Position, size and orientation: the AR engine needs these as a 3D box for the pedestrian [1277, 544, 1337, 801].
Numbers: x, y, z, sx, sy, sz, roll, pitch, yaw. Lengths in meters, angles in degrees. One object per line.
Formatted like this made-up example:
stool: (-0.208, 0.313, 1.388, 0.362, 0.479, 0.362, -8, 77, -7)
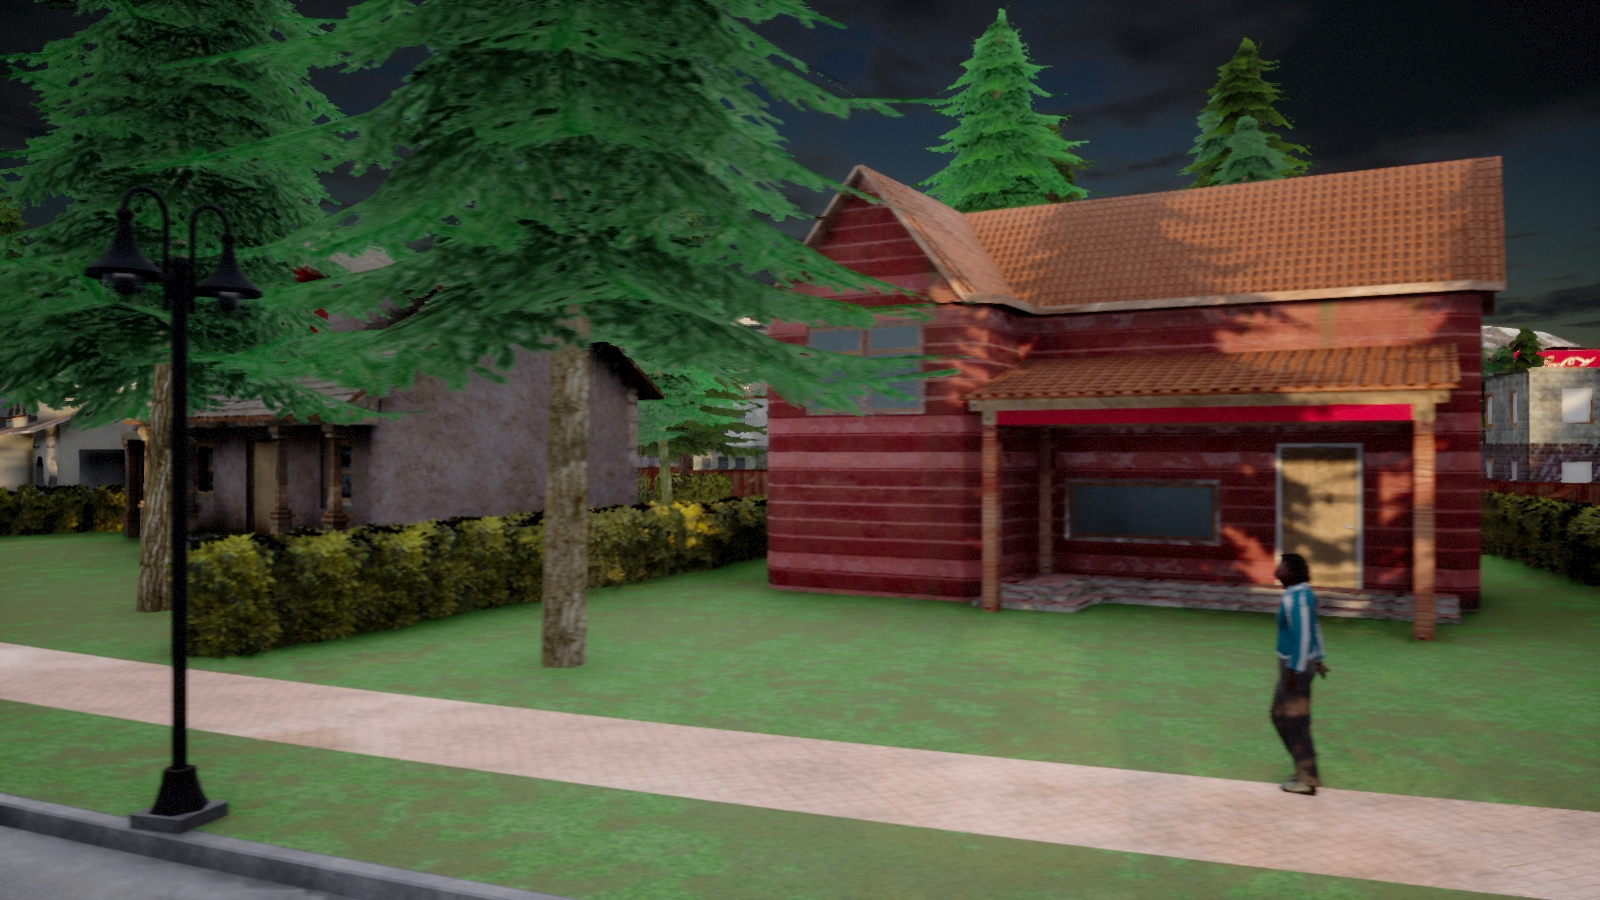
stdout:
pedestrian: (3.870, 1.667, 8.714, 0.375, 1.860, 0.375, 0, 0, 30)
